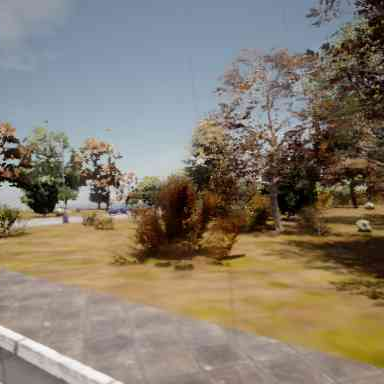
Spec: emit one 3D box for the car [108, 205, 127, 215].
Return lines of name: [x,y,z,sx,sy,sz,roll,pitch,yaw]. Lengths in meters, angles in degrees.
car: [-11.400,2.908,54.172,1.882,1.535,5.008,-4,-2,32]

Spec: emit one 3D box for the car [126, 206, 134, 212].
car: [-7.887,2.816,53.176,1.994,1.385,4.181,-4,-2,32]
